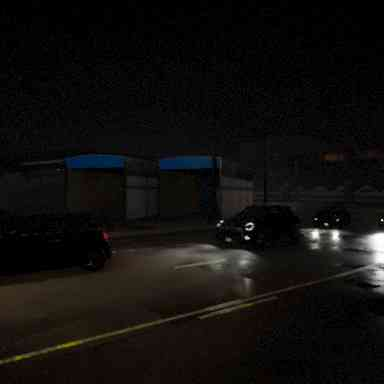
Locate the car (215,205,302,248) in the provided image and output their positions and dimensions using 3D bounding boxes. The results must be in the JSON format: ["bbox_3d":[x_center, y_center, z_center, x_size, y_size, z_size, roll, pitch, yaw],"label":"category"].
[{"bbox_3d":[3.141,1.408,15.369,4.553,1.767,2.097,0,0,-44],"label":"car"}]

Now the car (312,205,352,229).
[{"bbox_3d":[9.878,1.651,23.154,2.033,1.411,5.357,0,0,33],"label":"car"}]

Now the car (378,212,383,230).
[{"bbox_3d":[13.173,1.777,21.382,1.895,1.301,4.718,0,0,33],"label":"car"}]

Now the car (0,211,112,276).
[{"bbox_3d":[-4.687,1.360,9.303,4.553,1.767,2.097,0,0,-36],"label":"car"}]
